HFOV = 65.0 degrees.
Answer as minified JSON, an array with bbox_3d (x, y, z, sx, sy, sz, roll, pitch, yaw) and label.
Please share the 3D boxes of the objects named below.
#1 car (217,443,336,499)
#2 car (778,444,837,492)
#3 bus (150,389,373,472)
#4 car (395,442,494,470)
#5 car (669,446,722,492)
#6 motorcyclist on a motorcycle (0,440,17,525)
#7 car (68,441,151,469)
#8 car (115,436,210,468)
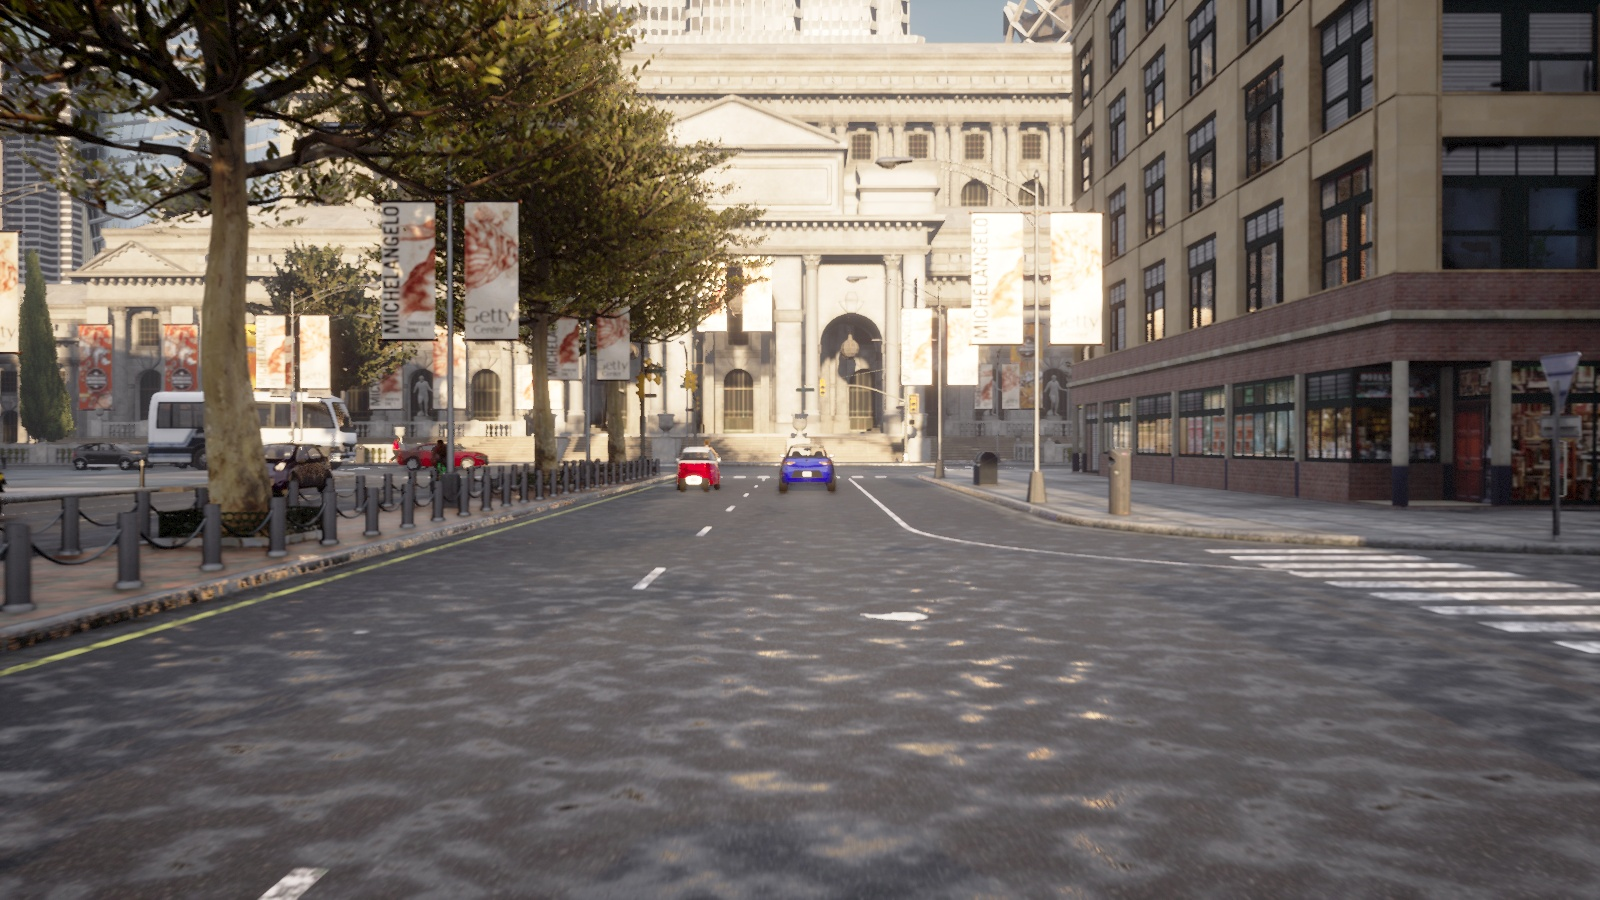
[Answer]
[{"bbox_3d":[-14.792,0.547,35.686,1.845,1.501,3.633,0,0,0],"label":"car"},{"bbox_3d":[0.234,0.532,40.534,1.816,1.474,4.193,0,0,0],"label":"car"},{"bbox_3d":[-28.657,-1.031,67.322,10.273,4.253,3.944,0,1,-6],"label":"bus"},{"bbox_3d":[-19.885,0.313,70.292,5.008,1.535,1.882,0,0,1],"label":"car"},{"bbox_3d":[-3.270,0.575,39.680,1.481,1.376,2.207,0,1,0],"label":"car"},{"bbox_3d":[-14.865,0.592,22.181,0.797,1.523,2.044,0,0,0],"label":"motorcyclist on a motorcycle"},{"bbox_3d":[-38.722,0.298,70.466,3.705,1.549,1.789,0,0,0],"label":"car"},{"bbox_3d":[-37.521,0.117,73.957,4.605,1.855,1.932,0,0,0],"label":"car"}]
